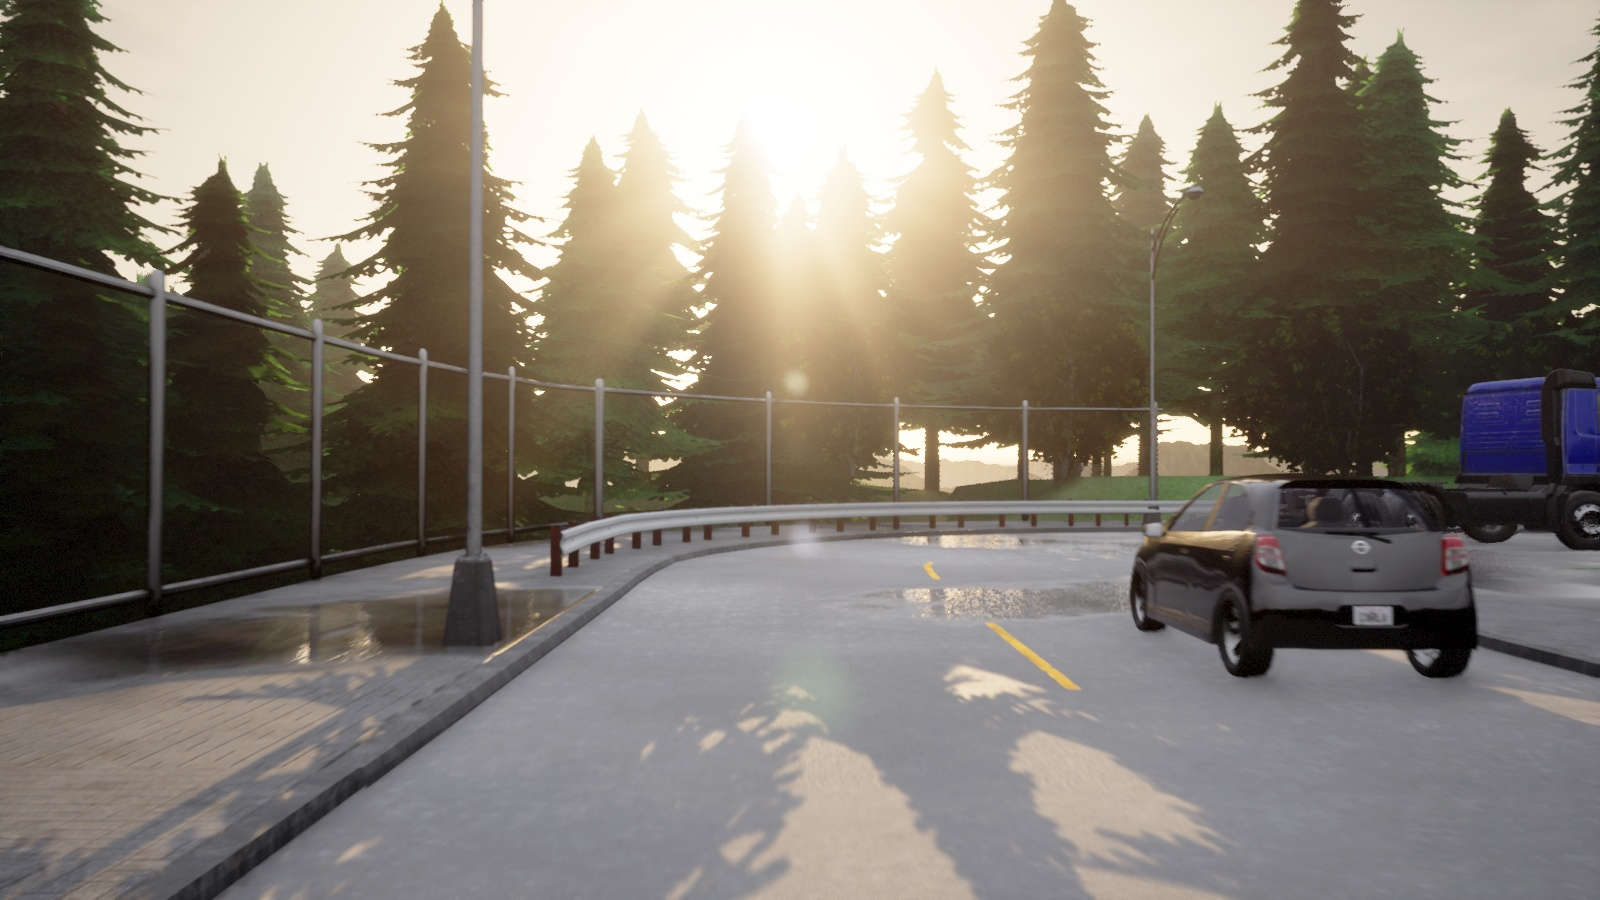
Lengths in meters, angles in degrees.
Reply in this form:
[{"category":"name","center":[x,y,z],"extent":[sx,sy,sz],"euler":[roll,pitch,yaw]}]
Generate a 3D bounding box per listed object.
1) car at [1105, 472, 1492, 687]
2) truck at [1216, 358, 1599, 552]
[{"category":"car","center":[3.976,0.948,10.732],"extent":[1.845,1.501,3.633],"euler":[0,-1,0]},{"category":"truck","center":[12.577,0.102,24.759],"extent":[7.936,3.462,2.891],"euler":[0,-1,-14]}]
